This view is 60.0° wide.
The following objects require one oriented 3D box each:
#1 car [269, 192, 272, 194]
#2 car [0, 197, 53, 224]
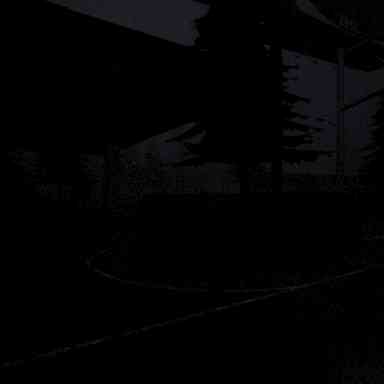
[{"bbox_3d":[6.204,1.050,28.677,2.150,2.045,5.566,0,1,-34],"label":"car"},{"bbox_3d":[-11.997,1.313,23.462,3.866,1.878,1.905,0,0,-36],"label":"car"}]
